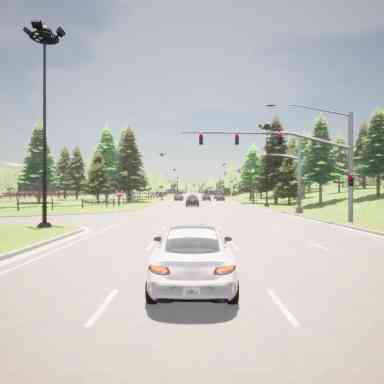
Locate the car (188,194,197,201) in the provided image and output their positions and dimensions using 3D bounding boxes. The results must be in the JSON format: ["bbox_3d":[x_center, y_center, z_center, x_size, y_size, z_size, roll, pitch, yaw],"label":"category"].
[{"bbox_3d":[0.100,1.337,82.878,2.097,1.767,4.553,0,0,0],"label":"car"}]

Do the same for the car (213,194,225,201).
[{"bbox_3d":[7.099,1.506,82.483,2.128,1.511,4.902,0,0,0],"label":"car"}]

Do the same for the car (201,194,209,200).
[{"bbox_3d":[3.612,1.360,92.907,2.033,1.411,5.357,0,0,0],"label":"car"}]

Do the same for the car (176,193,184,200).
[{"bbox_3d":[-3.388,1.175,92.885,2.097,1.767,4.553,0,0,0],"label":"car"}]

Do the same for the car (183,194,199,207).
[{"bbox_3d":[0.062,1.345,51.848,2.097,1.767,4.553,0,0,0],"label":"car"}]

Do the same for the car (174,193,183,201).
[{"bbox_3d":[-3.400,1.533,82.879,1.994,1.385,4.181,0,0,0],"label":"car"}]

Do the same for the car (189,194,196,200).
[{"bbox_3d":[0.112,1.320,92.911,1.837,1.490,4.892,0,0,0],"label":"car"}]

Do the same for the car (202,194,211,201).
[{"bbox_3d":[3.600,1.337,82.874,2.097,1.767,4.553,0,0,0],"label":"car"}]

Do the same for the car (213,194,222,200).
[{"bbox_3d":[7.112,1.373,92.903,1.994,1.385,4.181,0,0,0],"label":"car"}]

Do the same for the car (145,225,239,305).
[{"bbox_3d":[0.016,1.525,7.975,1.812,1.442,4.674,0,0,0],"label":"car"}]
